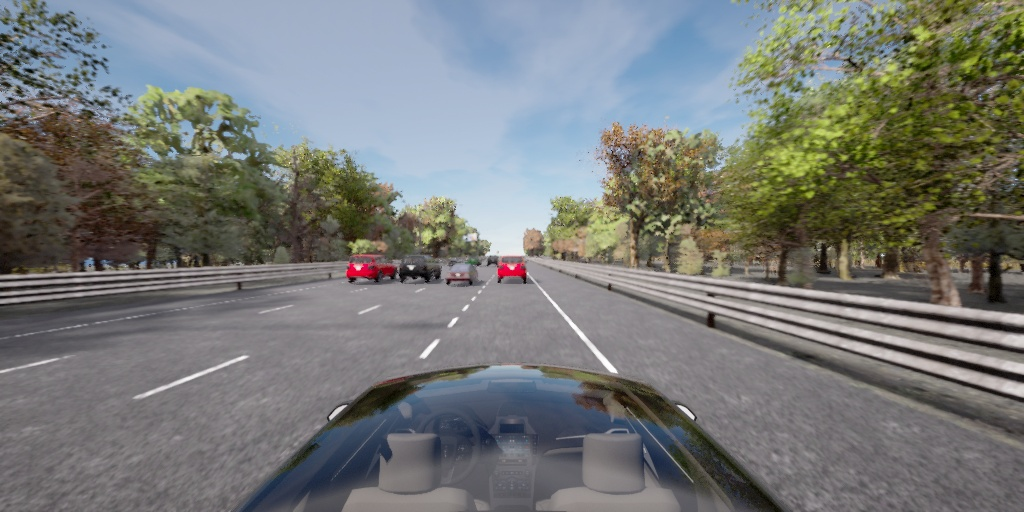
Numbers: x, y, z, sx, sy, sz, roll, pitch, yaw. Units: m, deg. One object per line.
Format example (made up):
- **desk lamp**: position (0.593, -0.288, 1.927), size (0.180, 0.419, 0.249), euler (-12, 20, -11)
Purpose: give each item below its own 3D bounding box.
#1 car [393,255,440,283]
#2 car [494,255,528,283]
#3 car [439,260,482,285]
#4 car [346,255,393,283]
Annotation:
- **car**: position (-6.969, 0.928, 27.598), size (2.150, 2.045, 5.566), euler (0, 0, 0)
- **car**: position (0.031, 0.928, 27.631), size (2.150, 2.045, 5.566), euler (0, 0, 1)
- **car**: position (-3.487, 1.255, 25.731), size (2.033, 1.411, 5.357), euler (0, 0, 0)
- **car**: position (-10.474, 0.928, 27.209), size (2.150, 2.045, 5.566), euler (0, 0, 1)
